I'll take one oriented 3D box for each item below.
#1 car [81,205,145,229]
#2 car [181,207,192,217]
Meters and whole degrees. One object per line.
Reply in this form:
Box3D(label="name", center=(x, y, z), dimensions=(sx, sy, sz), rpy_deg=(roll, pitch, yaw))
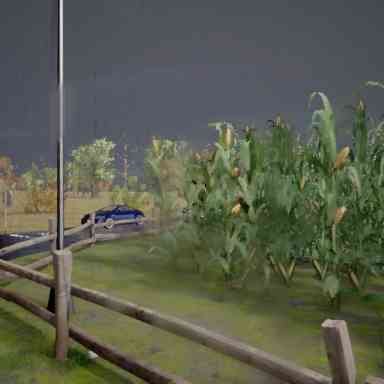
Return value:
Box3D(label="car", center=(-4.984, 1.533, 21.444), dimensions=(1.994, 1.385, 4.181), rpy_deg=(0, 0, 37))
Box3D(label="car", center=(1.031, 1.448, 29.640), dimensions=(1.837, 1.490, 4.892), rpy_deg=(0, 0, 36))
